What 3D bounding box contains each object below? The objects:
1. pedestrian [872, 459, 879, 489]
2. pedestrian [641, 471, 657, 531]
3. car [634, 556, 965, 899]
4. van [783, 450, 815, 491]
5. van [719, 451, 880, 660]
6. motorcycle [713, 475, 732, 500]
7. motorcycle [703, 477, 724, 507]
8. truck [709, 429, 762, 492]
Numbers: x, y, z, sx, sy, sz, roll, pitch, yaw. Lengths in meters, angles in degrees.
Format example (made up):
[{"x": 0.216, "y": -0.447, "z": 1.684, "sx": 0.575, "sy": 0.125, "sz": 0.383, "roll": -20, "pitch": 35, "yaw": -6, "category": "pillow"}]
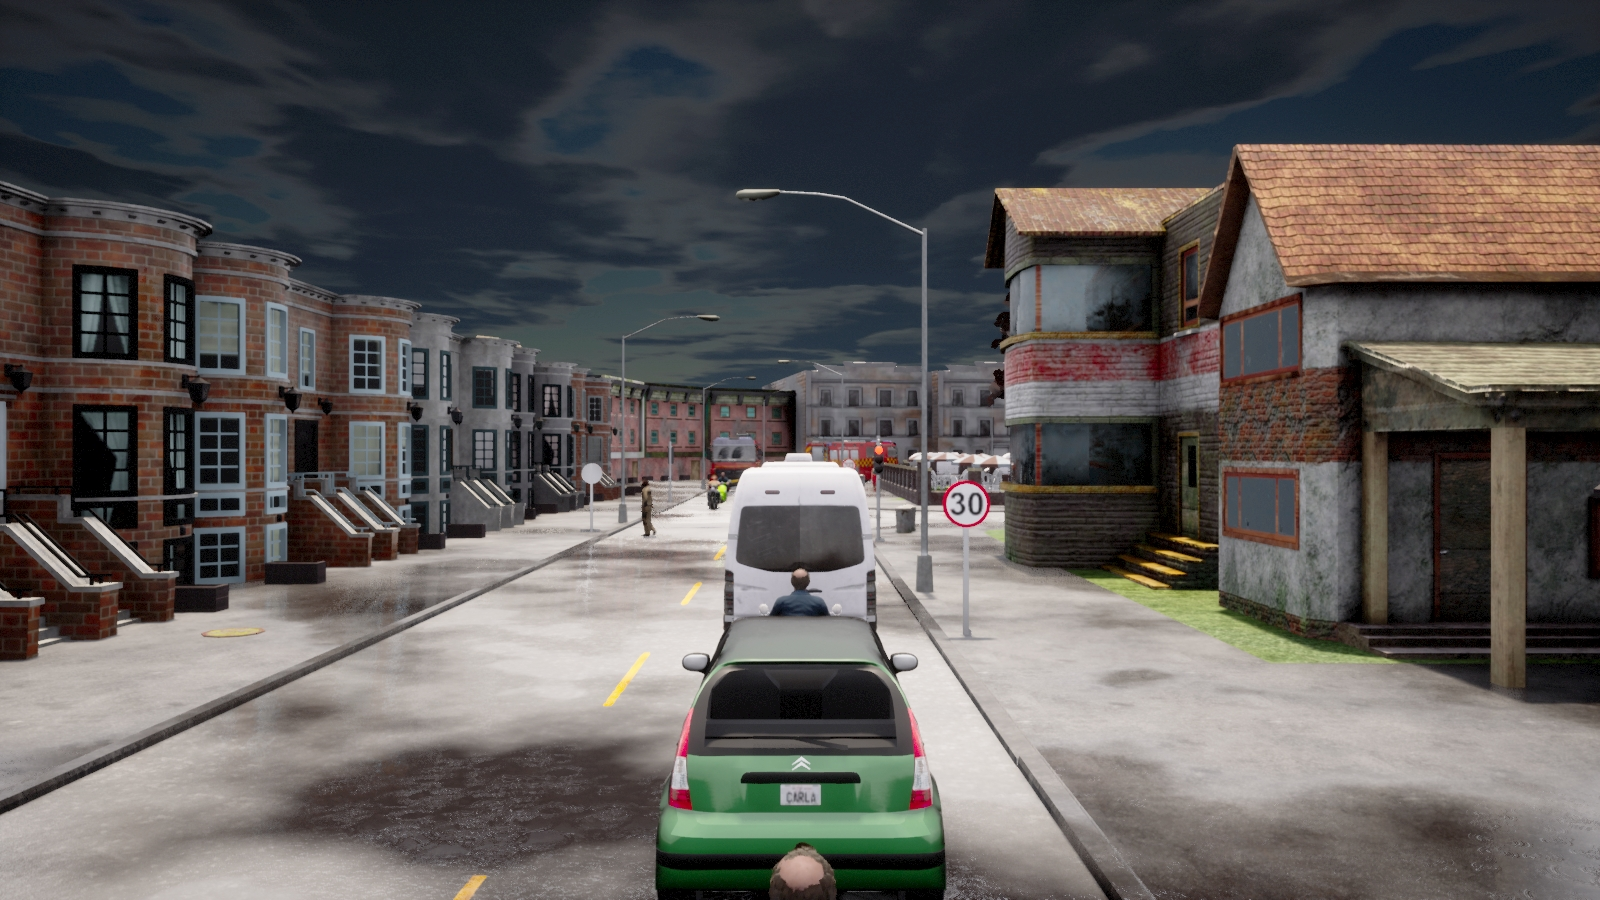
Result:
[{"x": 4.773, "y": 1.498, "z": 72.033, "sx": 0.375, "sy": 1.860, "sz": 0.375, "roll": 0, "pitch": 0, "yaw": -1, "category": "pedestrian"}, {"x": -4.784, "y": 1.615, "z": 36.213, "sx": 0.375, "sy": 1.860, "sz": 0.375, "roll": 0, "pitch": 0, "yaw": 11, "category": "pedestrian"}, {"x": -0.003, "y": 1.776, "z": 8.385, "sx": 1.851, "sy": 1.617, "sz": 3.988, "roll": 0, "pitch": 0, "yaw": 0, "category": "car"}, {"x": -0.070, "y": 1.287, "z": 74.238, "sx": 1.988, "sy": 2.561, "sz": 5.915, "roll": 0, "pitch": 0, "yaw": 0, "category": "van"}, {"x": -0.006, "y": 1.308, "z": 17.043, "sx": 1.988, "sy": 2.561, "sz": 5.915, "roll": 0, "pitch": 0, "yaw": 0, "category": "van"}, {"x": -4.011, "y": 1.940, "z": 59.256, "sx": 0.856, "sy": 1.236, "sz": 1.805, "roll": 0, "pitch": 0, "yaw": 0, "category": "motorcycle"}, {"x": -4.007, "y": 1.930, "z": 53.076, "sx": 0.764, "sy": 1.277, "sz": 2.356, "roll": 0, "pitch": 0, "yaw": 0, "category": "motorcycle"}, {"x": -4.030, "y": 0.643, "z": 73.210, "sx": 2.891, "sy": 3.827, "sz": 8.468, "roll": 0, "pitch": 0, "yaw": 0, "category": "truck"}]
